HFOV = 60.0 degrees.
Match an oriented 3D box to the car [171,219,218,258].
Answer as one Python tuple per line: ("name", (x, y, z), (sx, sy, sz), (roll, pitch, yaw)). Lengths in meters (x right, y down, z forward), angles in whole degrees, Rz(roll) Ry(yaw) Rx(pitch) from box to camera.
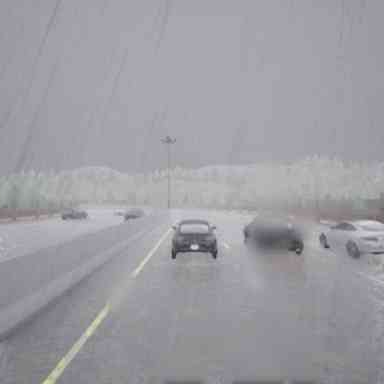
("car", (0.097, 1.923, 14.513), (1.812, 1.442, 4.674), (0, -2, 0))

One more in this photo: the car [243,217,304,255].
("car", (3.595, 1.901, 15.406), (1.882, 1.535, 5.008), (0, -2, 0))

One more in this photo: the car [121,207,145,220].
("car", (-7.110, 2.772, 42.076), (2.033, 1.411, 5.357), (0, -2, 0))

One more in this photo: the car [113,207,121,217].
("car", (-10.919, 3.035, 51.550), (1.812, 1.442, 4.674), (0, -2, -4))

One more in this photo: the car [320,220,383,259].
("car", (7.095, 1.913, 14.191), (1.812, 1.442, 4.674), (0, -2, 0))

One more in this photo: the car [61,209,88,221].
("car", (-14.114, 2.767, 40.146), (1.895, 1.301, 4.718), (0, -2, 0))
